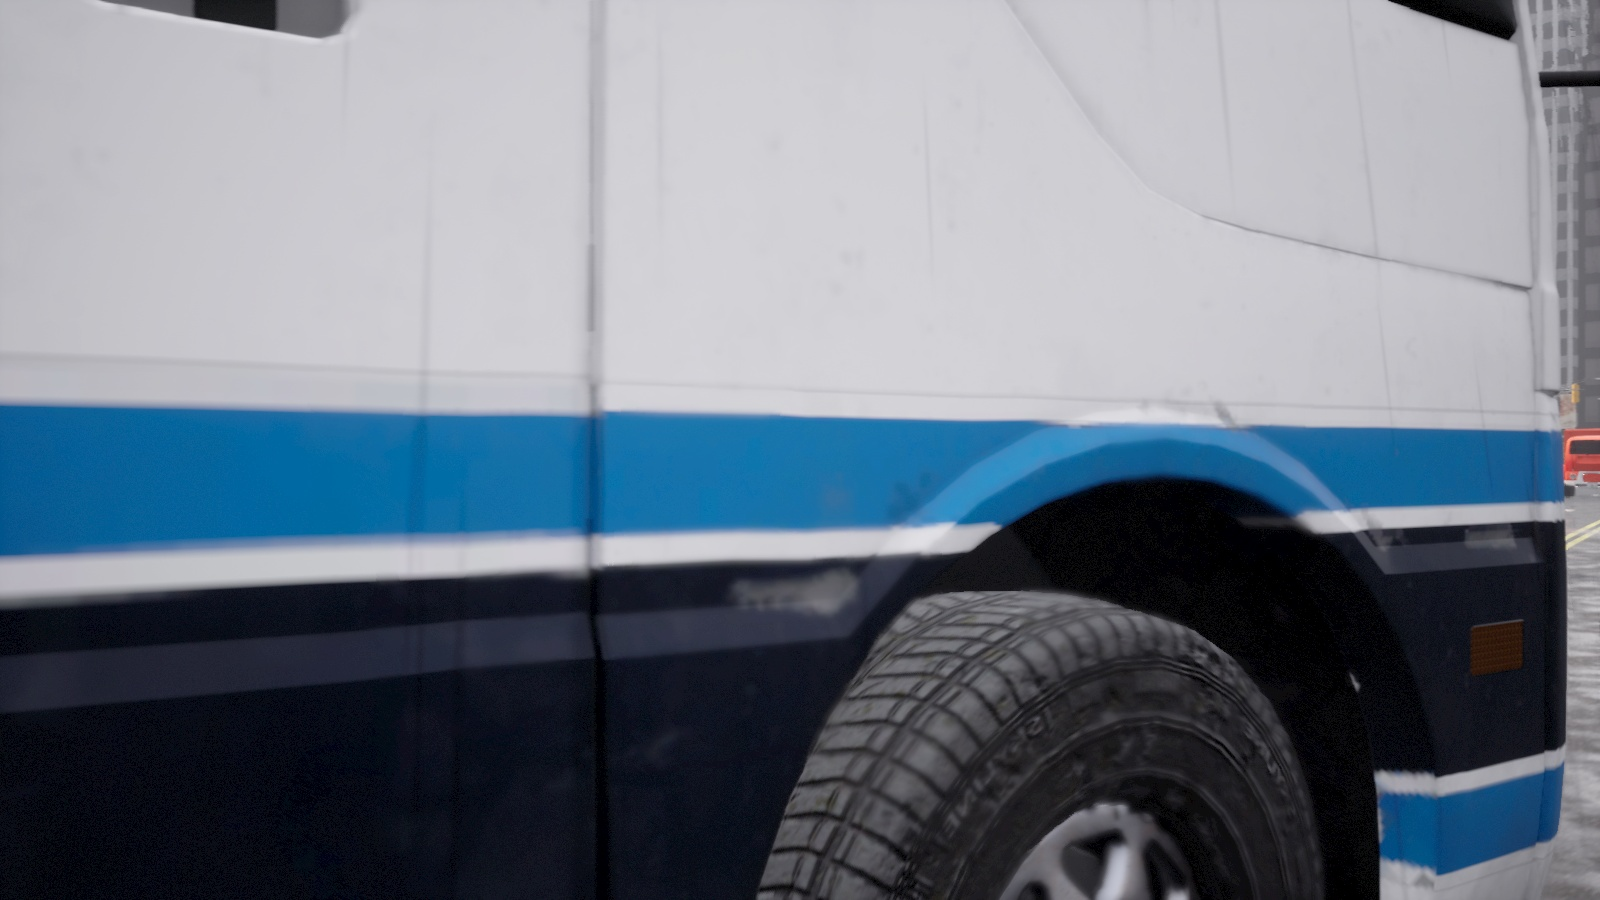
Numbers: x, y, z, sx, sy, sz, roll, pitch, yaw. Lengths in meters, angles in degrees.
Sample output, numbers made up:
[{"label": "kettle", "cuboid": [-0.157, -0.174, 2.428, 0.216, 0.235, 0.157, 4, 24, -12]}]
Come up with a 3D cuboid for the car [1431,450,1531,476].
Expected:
[{"label": "car", "cuboid": [43.391, 0.825, 80.092, 1.801, 1.575, 5.366, 0, 0, -36]}]

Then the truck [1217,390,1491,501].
[{"label": "truck", "cuboid": [18.118, -0.154, 41.272, 7.936, 3.462, 2.891, 0, 0, -8]}]

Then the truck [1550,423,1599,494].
[{"label": "truck", "cuboid": [29.268, 0.340, 45.920, 2.627, 2.467, 5.204, 0, -1, 37]}]

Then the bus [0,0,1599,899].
[{"label": "bus", "cuboid": [-2.891, -0.619, 1.577, 10.273, 4.253, 3.944, 0, 0, -32]}]
